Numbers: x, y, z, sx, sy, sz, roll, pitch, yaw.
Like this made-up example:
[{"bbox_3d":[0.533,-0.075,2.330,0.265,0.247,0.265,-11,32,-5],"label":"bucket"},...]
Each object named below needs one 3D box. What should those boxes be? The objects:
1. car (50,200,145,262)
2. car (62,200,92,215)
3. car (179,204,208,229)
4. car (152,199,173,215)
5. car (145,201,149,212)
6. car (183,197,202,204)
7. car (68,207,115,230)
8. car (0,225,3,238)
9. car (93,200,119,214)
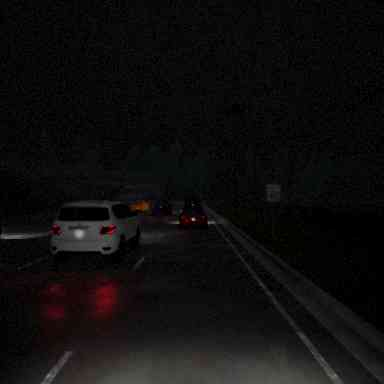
[{"bbox_3d":[-3.395,1.333,12.703,2.150,2.045,5.566,0,0,0],"label":"car"},{"bbox_3d":[-13.887,1.824,40.438,1.882,1.535,5.008,0,-1,0],"label":"car"},{"bbox_3d":[0.102,1.770,23.727,1.994,1.385,4.181,0,0,1],"label":"car"},{"bbox_3d":[-3.387,1.682,38.302,2.097,1.767,4.553,0,0,0],"label":"car"},{"bbox_3d":[-6.895,1.858,44.321,1.882,1.535,5.008,0,0,0],"label":"car"},{"bbox_3d":[0.100,1.580,41.352,2.150,2.045,5.566,0,0,0],"label":"car"},{"bbox_3d":[-6.964,1.804,23.606,1.895,1.301,4.718,0,0,1],"label":"car"},{"bbox_3d":[-10.394,1.651,14.721,1.812,1.442,4.674,0,0,0],"label":"car"},{"bbox_3d":[-10.385,1.825,40.499,1.882,1.535,5.008,0,-1,0],"label":"car"}]
